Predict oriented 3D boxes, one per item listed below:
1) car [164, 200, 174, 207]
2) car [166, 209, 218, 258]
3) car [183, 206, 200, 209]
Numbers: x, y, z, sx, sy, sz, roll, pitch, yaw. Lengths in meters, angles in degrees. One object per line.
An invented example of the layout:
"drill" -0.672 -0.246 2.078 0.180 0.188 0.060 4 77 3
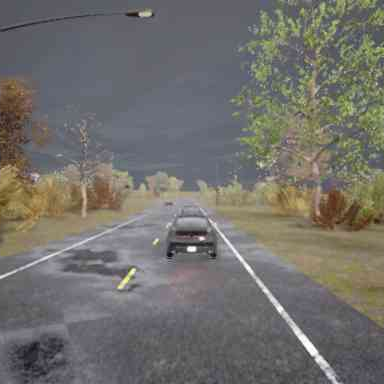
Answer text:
"car" -4.596 2.288 65.858 1.895 1.301 4.718 0 -1 -6
"car" 0.006 1.656 13.493 1.837 1.490 4.892 0 0 0
"car" -0.059 1.850 27.511 2.033 1.411 5.357 0 -1 0
